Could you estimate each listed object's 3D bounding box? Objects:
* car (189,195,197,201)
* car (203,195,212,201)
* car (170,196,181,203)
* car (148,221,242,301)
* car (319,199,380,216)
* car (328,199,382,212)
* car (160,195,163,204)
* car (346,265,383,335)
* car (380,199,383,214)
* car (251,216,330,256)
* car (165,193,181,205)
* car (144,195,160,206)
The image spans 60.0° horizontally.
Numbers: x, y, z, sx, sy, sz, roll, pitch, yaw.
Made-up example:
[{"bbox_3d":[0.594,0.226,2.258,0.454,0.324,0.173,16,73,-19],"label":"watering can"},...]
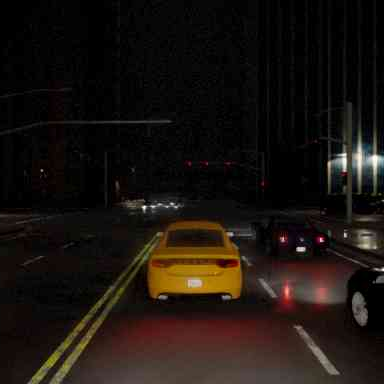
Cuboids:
[{"bbox_3d":[0.186,1.367,80.118,1.994,1.385,4.181,0,0,0],"label":"car"},{"bbox_3d":[3.684,1.429,79.570,1.837,1.490,4.892,0,0,0],"label":"car"},{"bbox_3d":[-3.350,1.564,68.376,1.994,1.385,4.181,0,0,1],"label":"car"},{"bbox_3d":[0.074,1.478,8.423,1.882,1.535,5.008,0,0,1],"label":"car"},{"bbox_3d":[14.728,1.601,31.654,4.718,1.301,1.895,0,0,0],"label":"car"},{"bbox_3d":[19.011,1.547,38.890,5.357,1.411,2.033,0,0,0],"label":"car"},{"bbox_3d":[-6.887,1.352,65.258,2.097,1.767,4.553,0,0,1],"label":"car"},{"bbox_3d":[3.609,1.505,3.912,1.837,1.490,4.892,0,0,0],"label":"car"},{"bbox_3d":[20.928,1.491,35.407,4.902,1.511,2.128,0,0,-1],"label":"car"},{"bbox_3d":[3.612,1.601,13.184,1.895,1.301,4.718,0,0,0],"label":"car"},{"bbox_3d":[-3.435,1.221,59.017,2.150,2.045,5.566,0,0,0],"label":"car"},{"bbox_3d":[-6.957,1.505,56.071,1.837,1.490,4.892,0,0,0],"label":"car"}]
